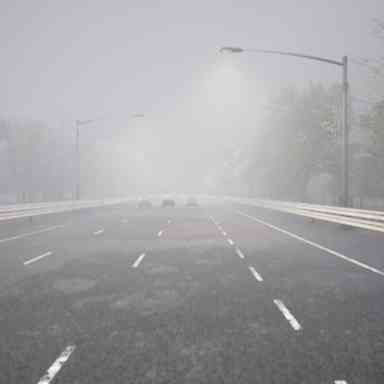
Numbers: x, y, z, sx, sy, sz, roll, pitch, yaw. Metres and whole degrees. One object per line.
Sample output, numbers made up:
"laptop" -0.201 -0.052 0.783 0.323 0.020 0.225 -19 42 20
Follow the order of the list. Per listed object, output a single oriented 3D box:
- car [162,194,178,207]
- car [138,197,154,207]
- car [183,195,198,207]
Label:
"car" -3.485 1.508 50.641 1.882 1.535 5.008 0 0 0
"car" -6.984 1.557 50.682 1.812 1.442 4.674 0 0 0
"car" 0.017 1.577 50.531 2.033 1.411 5.357 0 0 0
